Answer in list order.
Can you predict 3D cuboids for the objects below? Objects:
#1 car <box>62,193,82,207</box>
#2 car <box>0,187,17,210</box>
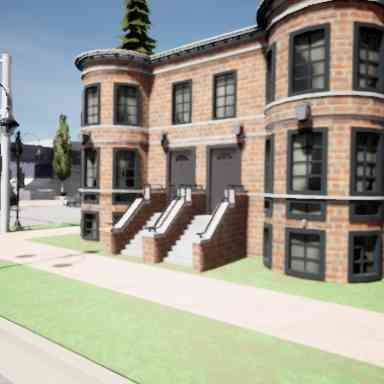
[{"bbox_3d":[-11.801,0.834,36.374,2.128,1.511,4.902,1,1,31],"label":"car"},{"bbox_3d":[-17.599,0.571,27.667,2.150,2.045,5.566,1,1,35],"label":"car"}]
